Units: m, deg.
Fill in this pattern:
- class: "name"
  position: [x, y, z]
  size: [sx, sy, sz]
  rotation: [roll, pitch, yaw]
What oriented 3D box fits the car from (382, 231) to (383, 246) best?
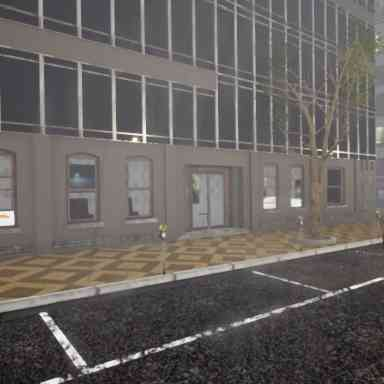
- class: "car"
  position: [9.365, 1.435, 13.280]
  size: [4.097, 1.590, 1.967]
  rotation: [0, -1, -36]
